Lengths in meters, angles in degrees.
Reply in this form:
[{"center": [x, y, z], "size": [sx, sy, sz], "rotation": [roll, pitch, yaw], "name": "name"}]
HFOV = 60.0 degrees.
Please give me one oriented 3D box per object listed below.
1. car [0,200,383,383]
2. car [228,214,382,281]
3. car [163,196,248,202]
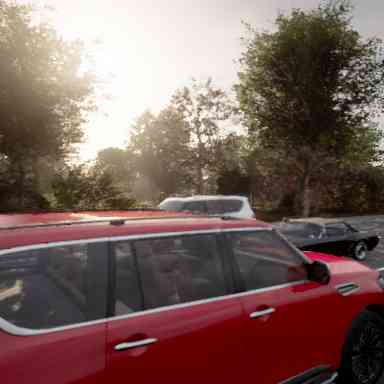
[{"center": [-0.085, 1.207, 3.562], "size": [5.566, 2.045, 2.150], "rotation": [0, 0, -34], "name": "car"}, {"center": [3.589, 1.517, 10.297], "size": [4.718, 1.301, 1.895], "rotation": [-1, 1, -31], "name": "car"}, {"center": [-0.139, 1.162, 12.076], "size": [5.566, 2.045, 2.150], "rotation": [0, 0, -33], "name": "car"}]
